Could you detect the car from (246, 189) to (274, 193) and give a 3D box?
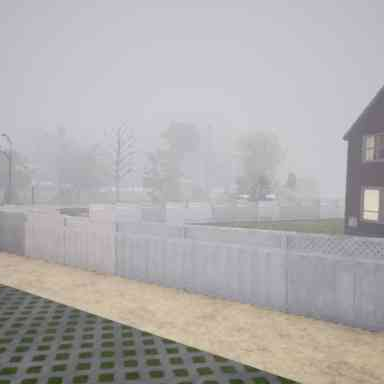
[{"bbox_3d":[7.955,0.719,42.291,5.566,2.045,2.150,0,2,-18],"label":"car"}]

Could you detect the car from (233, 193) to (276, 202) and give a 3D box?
[{"bbox_3d":[7.153,1.144,38.612,4.674,1.442,1.812,0,2,-18],"label":"car"}]
